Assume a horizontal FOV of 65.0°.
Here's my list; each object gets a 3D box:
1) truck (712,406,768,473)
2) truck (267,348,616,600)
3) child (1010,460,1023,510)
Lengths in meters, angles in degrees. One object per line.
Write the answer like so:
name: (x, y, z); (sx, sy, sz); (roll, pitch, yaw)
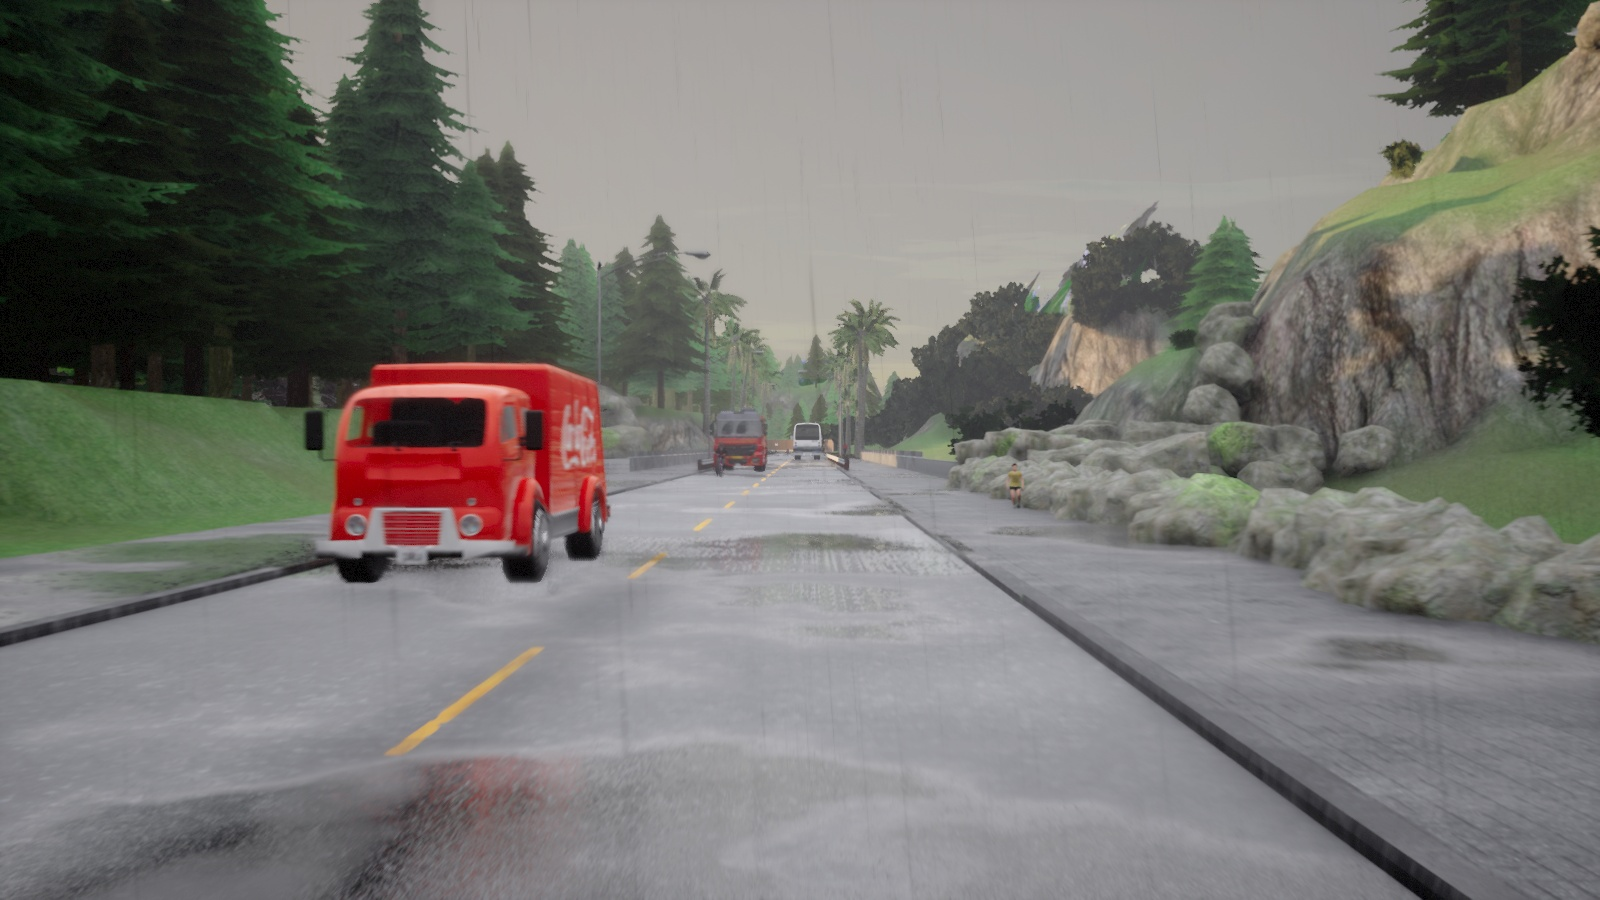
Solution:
truck: (-3.551, -0.615, 75.951); (2.891, 3.827, 8.468); (0, 0, 0)
truck: (-3.900, 0.216, 14.912); (2.627, 2.467, 5.204); (0, 0, 0)
child: (4.804, 0.770, 27.860); (0.255, 1.110, 0.394); (0, 0, 7)
